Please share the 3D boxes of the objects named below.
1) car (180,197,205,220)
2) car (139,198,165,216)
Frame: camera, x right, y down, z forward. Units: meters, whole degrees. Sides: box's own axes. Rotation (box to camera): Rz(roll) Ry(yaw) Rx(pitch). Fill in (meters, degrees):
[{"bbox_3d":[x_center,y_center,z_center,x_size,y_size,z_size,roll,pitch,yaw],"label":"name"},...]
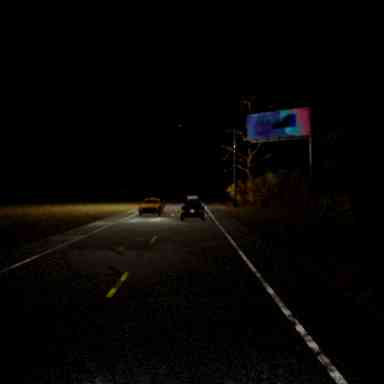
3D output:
[{"bbox_3d":[0.051,1.396,26.170,2.033,1.411,5.357,0,0,0],"label":"car"},{"bbox_3d":[-3.573,1.304,29.992,1.882,1.535,5.008,0,0,0],"label":"car"}]
